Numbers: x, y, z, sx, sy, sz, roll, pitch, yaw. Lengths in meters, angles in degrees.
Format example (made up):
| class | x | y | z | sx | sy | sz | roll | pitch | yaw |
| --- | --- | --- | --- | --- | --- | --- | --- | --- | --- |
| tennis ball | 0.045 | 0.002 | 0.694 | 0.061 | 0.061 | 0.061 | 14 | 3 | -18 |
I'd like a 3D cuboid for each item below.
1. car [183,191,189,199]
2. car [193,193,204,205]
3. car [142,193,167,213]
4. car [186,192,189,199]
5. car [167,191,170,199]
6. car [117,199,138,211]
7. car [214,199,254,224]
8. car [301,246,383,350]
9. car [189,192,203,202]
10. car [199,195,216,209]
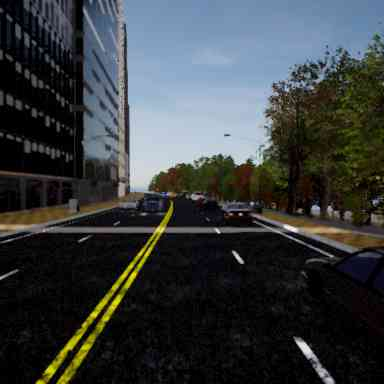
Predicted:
| class | x | y | z | sx | sy | sz | roll | pitch | yaw |
| --- | --- | --- | --- | --- | --- | --- | --- | --- | --- |
| car | -0.692 | 1.082 | 85.376 | 1.801 | 1.575 | 5.366 | 0 | 0 | -5 |
| car | 1.761 | 1.349 | 52.108 | 1.994 | 1.385 | 4.181 | 0 | 0 | -3 |
| car | -4.065 | 1.214 | 35.463 | 2.097 | 1.767 | 4.553 | 0 | 0 | -2 |
| car | 0.264 | 1.282 | 74.200 | 1.895 | 1.301 | 4.718 | 0 | 0 | -5 |
| car | -6.518 | 0.969 | 77.356 | 1.812 | 1.442 | 4.674 | 0 | 0 | -5 |
| car | -7.452 | 1.450 | 38.895 | 1.895 | 1.301 | 4.718 | 0 | 0 | -2 |
| car | 3.021 | 1.453 | 23.609 | 2.033 | 1.411 | 5.357 | 0 | 0 | -1 |
| car | 3.325 | 1.527 | 4.873 | 2.033 | 1.411 | 5.357 | 0 | 0 | 0 |
| car | 1.075 | 0.956 | 63.172 | 2.150 | 2.045 | 5.566 | 0 | 0 | -4 |
| car | 2.317 | 1.397 | 41.066 | 1.994 | 1.385 | 4.181 | 0 | 0 | -3 |
